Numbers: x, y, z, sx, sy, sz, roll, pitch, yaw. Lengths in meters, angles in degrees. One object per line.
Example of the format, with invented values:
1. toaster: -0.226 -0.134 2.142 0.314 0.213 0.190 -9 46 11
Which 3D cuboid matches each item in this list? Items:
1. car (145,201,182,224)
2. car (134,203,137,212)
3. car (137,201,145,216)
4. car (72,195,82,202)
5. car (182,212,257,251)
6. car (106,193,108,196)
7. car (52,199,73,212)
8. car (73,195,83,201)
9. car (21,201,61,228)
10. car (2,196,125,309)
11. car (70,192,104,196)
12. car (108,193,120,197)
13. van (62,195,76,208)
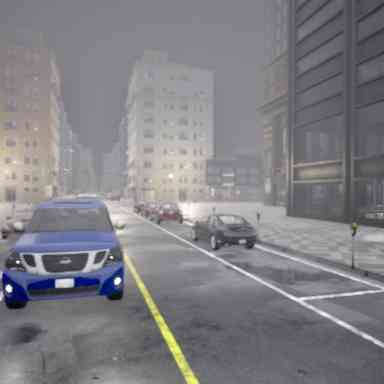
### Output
1. car: -2.017 1.483 25.143 1.967 1.590 4.097 0 0 -17
2. car: -5.269 1.586 35.943 1.887 1.381 4.507 0 0 -17
3. car: -3.643 1.624 30.544 1.802 1.307 4.206 0 0 -17
4. car: -26.054 1.447 75.420 1.752 1.417 4.829 0 0 -17
5. car: 1.234 1.593 14.344 2.008 1.369 4.403 0 0 -17
6. car: -21.193 1.485 88.847 1.887 1.381 4.507 0 0 -17
7. car: -15.065 1.556 38.910 1.947 1.339 4.313 0 0 -17
8. car: -27.734 1.472 80.998 1.947 1.339 4.313 0 0 -17
9. car: -10.188 1.433 22.710 1.967 1.590 4.097 0 0 -17
10. car: -2.996 1.227 8.395 2.150 2.045 5.566 0 0 -17
11. car: -8.848 1.229 28.180 2.150 2.045 5.566 0 0 -17
12. car: -17.930 1.287 78.014 2.192 1.841 5.009 0 0 -17
13. van: -18.316 1.327 49.713 1.690 1.788 3.998 0 0 -17
